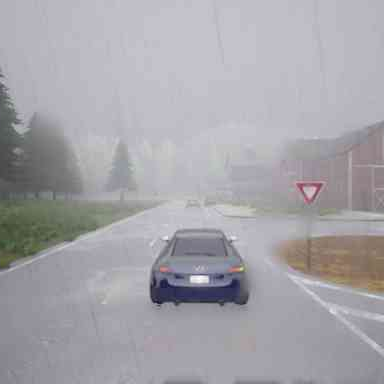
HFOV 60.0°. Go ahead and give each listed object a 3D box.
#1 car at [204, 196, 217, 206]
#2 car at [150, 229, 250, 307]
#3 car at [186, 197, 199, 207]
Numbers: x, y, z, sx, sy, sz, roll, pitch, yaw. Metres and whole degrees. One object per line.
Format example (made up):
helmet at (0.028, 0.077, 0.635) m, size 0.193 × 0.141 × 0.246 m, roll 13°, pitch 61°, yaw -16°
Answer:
car at (2.988, 1.500, 55.427) m, size 1.816 × 1.474 × 4.193 m, roll -6°, pitch 0°, yaw -2°
car at (0.183, 1.571, 8.101) m, size 1.994 × 1.385 × 4.181 m, roll 0°, pitch 0°, yaw 1°
car at (0.115, 1.519, 51.555) m, size 1.882 × 1.535 × 5.008 m, roll 0°, pitch 0°, yaw 0°
